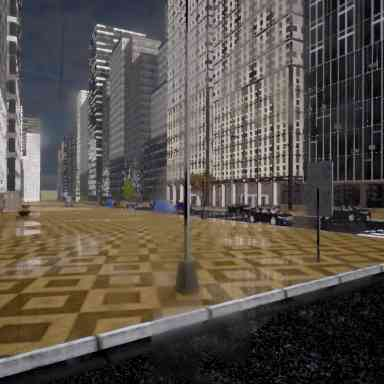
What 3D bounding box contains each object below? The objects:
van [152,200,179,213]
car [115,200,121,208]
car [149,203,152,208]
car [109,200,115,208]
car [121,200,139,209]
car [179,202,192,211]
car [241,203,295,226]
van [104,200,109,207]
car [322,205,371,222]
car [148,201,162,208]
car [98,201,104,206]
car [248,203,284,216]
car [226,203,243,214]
[{"bbox_3d":[-3.709,2.005,46.194,1.690,1.788,3.998,-1,-1,-26],"label":"van"},{"bbox_3d":[-13.428,2.602,66.291,1.752,1.417,4.829,-1,-1,-26],"label":"car"},{"bbox_3d":[-7.035,2.558,66.386,1.837,1.490,4.892,0,-1,-26],"label":"car"},{"bbox_3d":[-15.950,2.731,71.507,1.887,1.381,4.507,-1,-1,-26],"label":"car"},{"bbox_3d":[-11.052,2.525,61.380,2.008,1.369,4.403,-1,-1,-26],"label":"car"},{"bbox_3d":[-1.573,2.347,55.106,1.812,1.442,4.674,0,-1,-26],"label":"car"},{"bbox_3d":[6.091,1.813,25.938,2.008,1.369,4.403,-1,-1,-26],"label":"car"},{"bbox_3d":[-18.403,2.634,76.571,1.690,1.788,3.998,-1,-1,-26],"label":"van"},{"bbox_3d":[13.635,1.854,29.587,2.008,1.369,4.403,-1,-1,-26],"label":"car"},{"bbox_3d":[-8.406,2.808,75.155,1.802,1.307,4.206,-1,-1,-26],"label":"car"},{"bbox_3d":[-23.297,3.053,86.695,1.887,1.381,4.507,-1,-1,-26],"label":"car"},{"bbox_3d":[8.737,2.068,39.714,1.947,1.339,4.313,-1,-1,-26],"label":"car"},{"bbox_3d":[6.288,2.168,44.777,1.947,1.339,4.313,-1,-1,-26],"label":"car"}]
